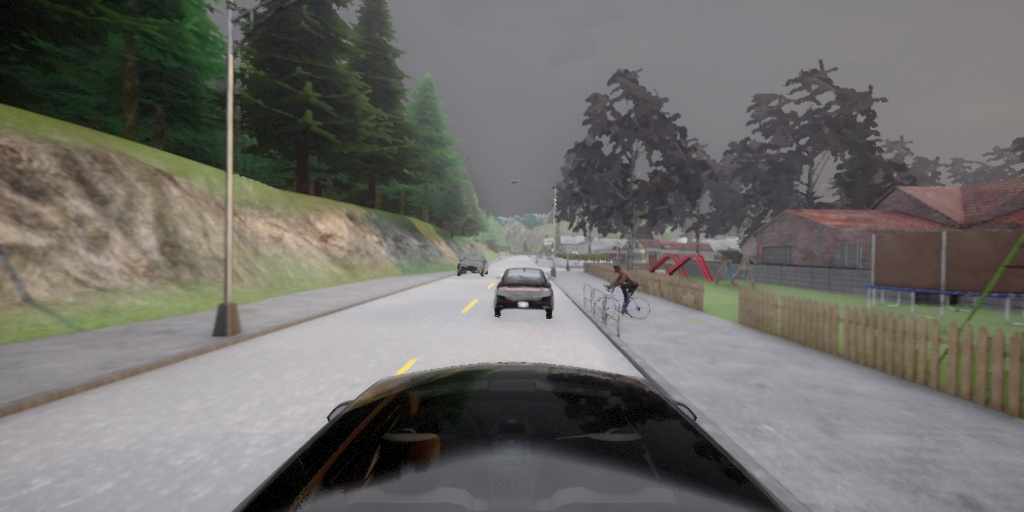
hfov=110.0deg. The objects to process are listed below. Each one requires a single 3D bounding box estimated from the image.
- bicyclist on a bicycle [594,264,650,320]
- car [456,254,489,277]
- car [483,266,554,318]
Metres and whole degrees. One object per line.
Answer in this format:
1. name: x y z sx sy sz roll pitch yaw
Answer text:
1. bicyclist on a bicycle: 3.214 1.073 10.469 1.656 1.620 0.582 1 0 2
2. car: -3.069 0.631 28.735 2.097 1.767 4.553 1 0 2
3. car: 0.423 1.154 12.631 2.128 1.511 4.902 1 0 2
